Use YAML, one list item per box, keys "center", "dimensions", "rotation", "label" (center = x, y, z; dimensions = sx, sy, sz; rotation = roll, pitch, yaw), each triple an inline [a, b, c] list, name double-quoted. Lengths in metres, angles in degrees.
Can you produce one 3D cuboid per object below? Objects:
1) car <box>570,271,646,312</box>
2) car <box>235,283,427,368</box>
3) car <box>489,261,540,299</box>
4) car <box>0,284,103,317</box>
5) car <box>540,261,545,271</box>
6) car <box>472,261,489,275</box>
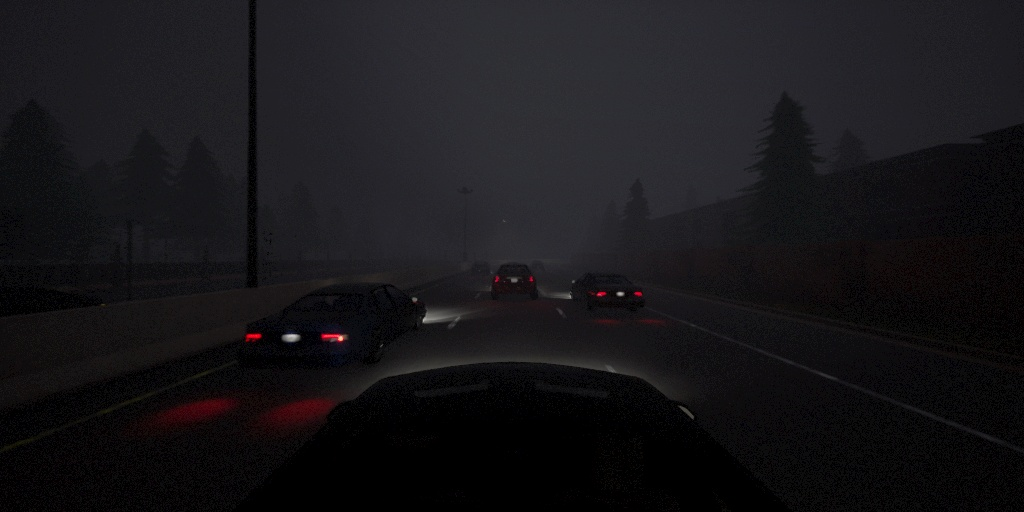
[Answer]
- center: [3.602, 1.325, 14.413]
  dimensions: [2.033, 1.411, 5.357]
  rotation: [0, 0, 0]
  label: "car"
- center: [-3.396, 1.311, 8.019]
  dimensions: [2.033, 1.411, 5.357]
  rotation: [0, 0, 0]
  label: "car"
- center: [0.107, 1.138, 18.447]
  dimensions: [2.097, 1.767, 4.553]
  rotation: [0, 0, 0]
  label: "car"
- center: [-10.590, 1.287, 6.673]
  dimensions: [1.812, 1.442, 4.674]
  rotation: [0, 0, 0]
  label: "car"
- center: [3.621, 1.385, 52.254]
  dimensions: [1.812, 1.442, 4.674]
  rotation: [0, 0, 0]
  label: "car"
- center: [-3.385, 1.325, 39.929]
  dimensions: [2.128, 1.511, 4.902]
  rotation: [0, 0, 0]
  label: "car"
